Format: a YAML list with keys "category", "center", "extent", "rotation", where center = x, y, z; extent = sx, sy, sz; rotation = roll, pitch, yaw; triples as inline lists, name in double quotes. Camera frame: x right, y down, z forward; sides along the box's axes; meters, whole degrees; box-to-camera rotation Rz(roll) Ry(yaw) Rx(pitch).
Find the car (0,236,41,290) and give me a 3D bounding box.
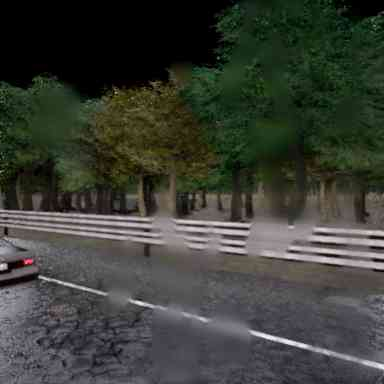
- category: "car"
  center: [-5.927, 1.590, 8.221]
  extent: [5.357, 1.411, 2.033]
  rotation: [0, 0, 36]
